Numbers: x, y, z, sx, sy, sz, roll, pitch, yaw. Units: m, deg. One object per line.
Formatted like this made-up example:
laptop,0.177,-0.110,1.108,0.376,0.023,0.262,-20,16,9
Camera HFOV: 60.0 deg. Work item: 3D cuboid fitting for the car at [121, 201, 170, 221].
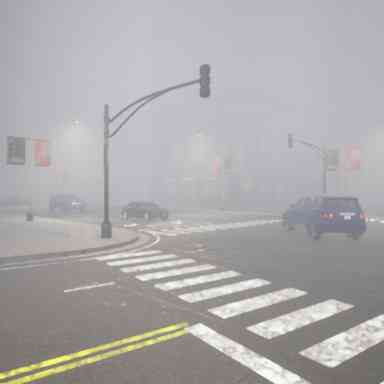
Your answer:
car,-3.794,1.474,26.595,1.837,1.490,4.892,0,0,-44

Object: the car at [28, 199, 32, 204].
car,-28.929,1.521,56.599,1.994,1.385,4.181,0,0,-45

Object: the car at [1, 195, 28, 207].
car,-26.788,1.312,49.697,2.097,1.767,4.553,0,0,-45

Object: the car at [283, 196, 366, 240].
car,6.505,1.198,17.036,2.150,2.045,5.566,1,0,-4

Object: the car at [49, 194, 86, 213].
car,-13.809,1.189,36.607,2.150,2.045,5.566,0,0,-45
